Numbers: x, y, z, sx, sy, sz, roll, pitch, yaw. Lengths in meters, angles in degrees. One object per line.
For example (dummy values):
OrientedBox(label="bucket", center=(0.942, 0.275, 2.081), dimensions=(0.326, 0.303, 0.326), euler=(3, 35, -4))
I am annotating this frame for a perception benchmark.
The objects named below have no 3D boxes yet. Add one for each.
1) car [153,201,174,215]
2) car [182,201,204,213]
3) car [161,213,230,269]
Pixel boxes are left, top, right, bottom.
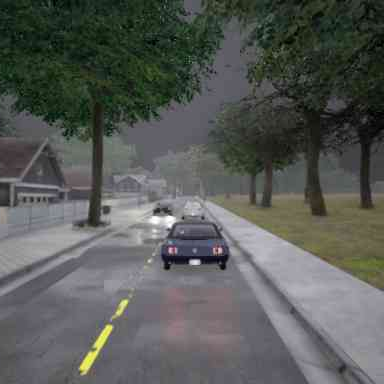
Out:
OrientedBox(label="car", center=(-2.855, 1.631, 33.807), dimensions=(1.895, 1.301, 4.718), euler=(0, 0, 0))
OrientedBox(label="car", center=(0.088, 1.550, 29.057), dimensions=(1.812, 1.442, 4.674), euler=(0, 0, 0))
OrientedBox(label="car", center=(0.091, 1.610, 11.187), dimensions=(1.895, 1.301, 4.718), euler=(0, 0, 0))
